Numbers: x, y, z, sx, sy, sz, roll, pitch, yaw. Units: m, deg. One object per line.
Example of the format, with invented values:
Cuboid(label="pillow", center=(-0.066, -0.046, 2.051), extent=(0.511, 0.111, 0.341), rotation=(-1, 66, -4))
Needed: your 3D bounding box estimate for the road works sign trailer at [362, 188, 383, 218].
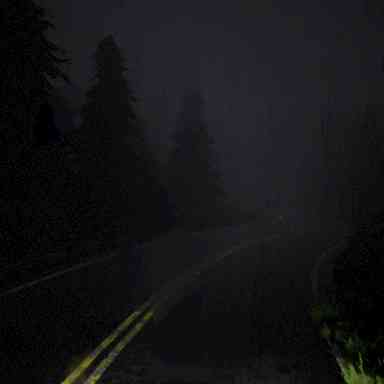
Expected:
Cuboid(label="road works sign trailer", center=(13.520, 1.479, 23.085), extent=(2.880, 2.380, 3.560), rotation=(47, 24, 25))

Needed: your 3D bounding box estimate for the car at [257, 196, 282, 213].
Cuboid(label="car", center=(9.915, 1.524, 42.845), extent=(2.150, 2.045, 5.566), rotation=(1, 0, -1))

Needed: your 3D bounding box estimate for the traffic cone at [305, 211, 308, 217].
Cuboid(label="traffic cone", center=(10.190, 2.258, 29.624), extent=(0.340, 0.580, 0.340), rotation=(2, 1, 19))

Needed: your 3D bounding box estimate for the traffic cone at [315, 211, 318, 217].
Cuboid(label="traffic cone", center=(13.101, 2.309, 34.954), extent=(0.340, 0.580, 0.340), rotation=(1, 0, 20))
